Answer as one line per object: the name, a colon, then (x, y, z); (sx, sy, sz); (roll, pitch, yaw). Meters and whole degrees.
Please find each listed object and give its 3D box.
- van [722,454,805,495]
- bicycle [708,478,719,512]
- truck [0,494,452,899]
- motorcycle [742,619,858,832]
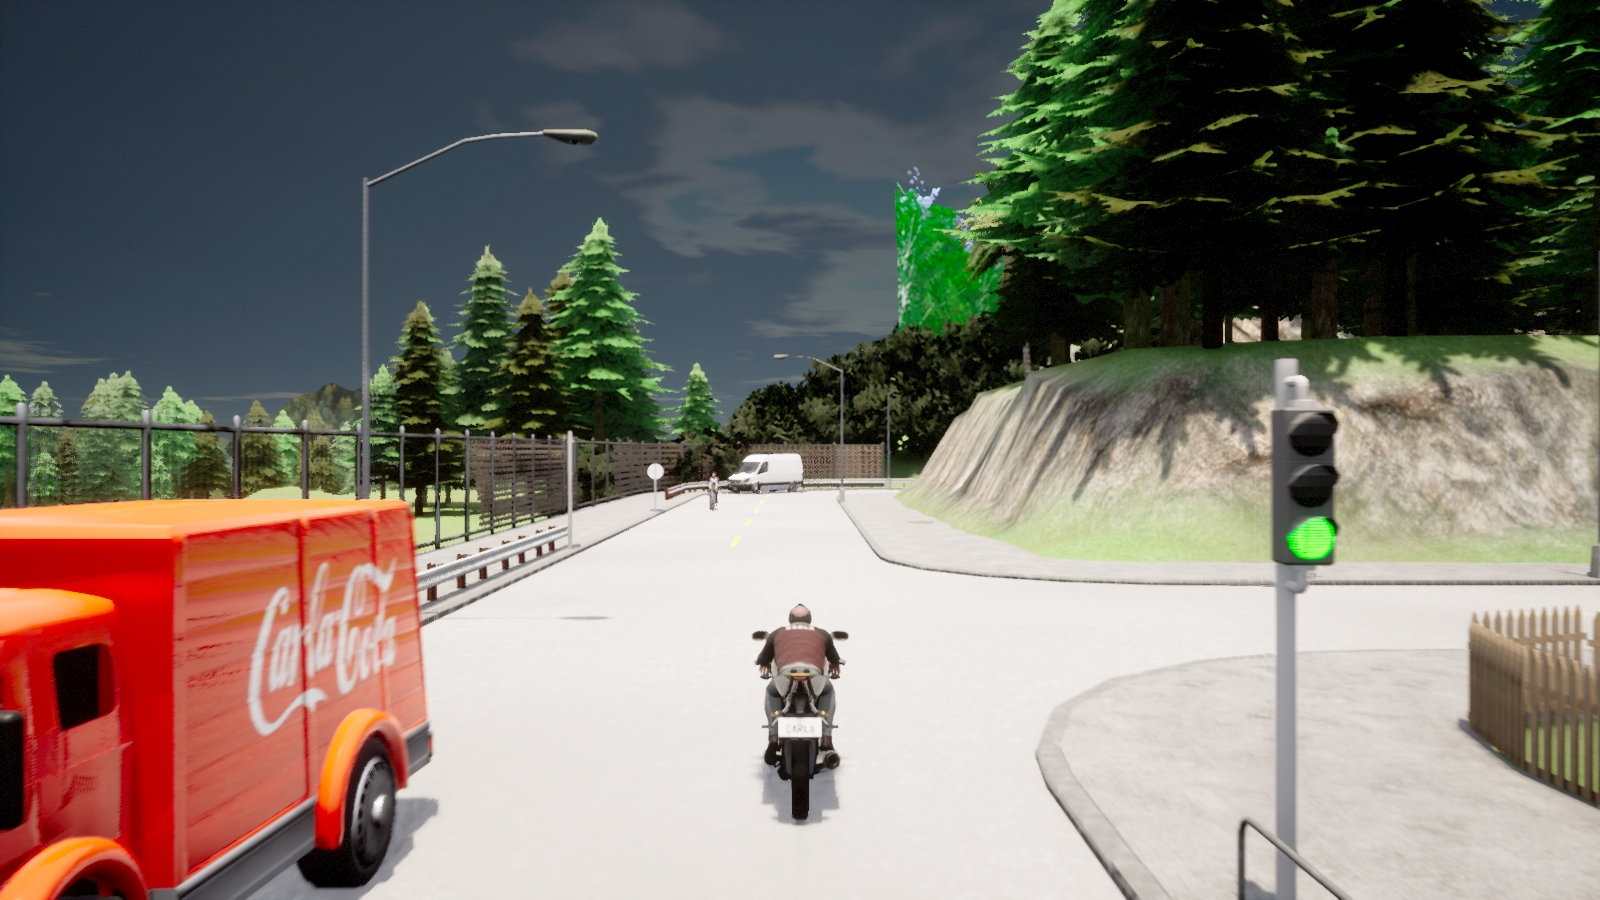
van: (-2.275, 1.546, 73.894); (1.988, 2.561, 5.915); (-1, -1, 38)
bicycle: (-3.958, 2.063, 52.467); (0.373, 1.496, 1.643); (0, 0, 1)
truck: (-3.998, 1.569, 6.207); (2.627, 2.467, 5.204); (0, 0, 0)
motorcycle: (0.001, 2.206, 9.585); (0.867, 1.251, 2.209); (0, 0, 0)
